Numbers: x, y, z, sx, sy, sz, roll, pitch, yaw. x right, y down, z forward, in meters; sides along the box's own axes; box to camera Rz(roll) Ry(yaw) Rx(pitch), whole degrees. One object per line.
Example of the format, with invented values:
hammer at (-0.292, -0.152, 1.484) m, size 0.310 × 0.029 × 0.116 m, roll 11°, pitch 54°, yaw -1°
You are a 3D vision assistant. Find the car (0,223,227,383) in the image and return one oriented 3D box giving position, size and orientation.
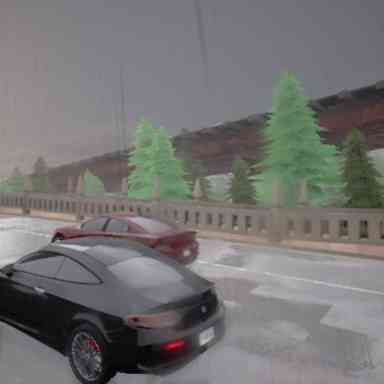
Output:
car at (-1.698, 1.439, 5.188) m, size 4.674 × 1.442 × 1.812 m, roll 2°, pitch 1°, yaw 36°

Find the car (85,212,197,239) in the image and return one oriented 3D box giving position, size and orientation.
car at (-2.140, 1.327, 9.801) m, size 5.008 × 1.535 × 1.882 m, roll 2°, pitch 1°, yaw 35°
